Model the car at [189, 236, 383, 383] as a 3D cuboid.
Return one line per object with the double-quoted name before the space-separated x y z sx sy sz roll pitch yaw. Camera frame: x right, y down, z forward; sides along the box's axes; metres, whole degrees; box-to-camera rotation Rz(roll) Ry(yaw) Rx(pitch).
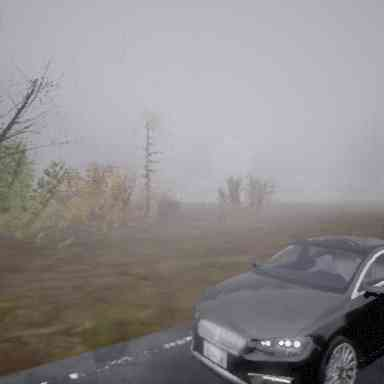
"car" 2.202 1.493 5.088 4.902 1.511 2.128 0 0 -37
